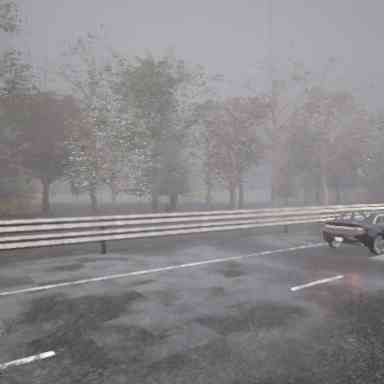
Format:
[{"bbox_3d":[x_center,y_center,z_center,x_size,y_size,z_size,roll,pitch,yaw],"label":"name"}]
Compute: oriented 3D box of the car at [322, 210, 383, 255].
[{"bbox_3d":[7.239,1.490,13.334,4.902,1.511,2.128,0,0,-36],"label":"car"}]
